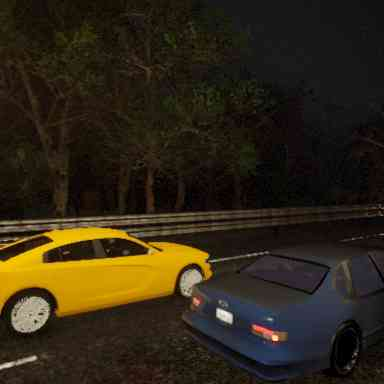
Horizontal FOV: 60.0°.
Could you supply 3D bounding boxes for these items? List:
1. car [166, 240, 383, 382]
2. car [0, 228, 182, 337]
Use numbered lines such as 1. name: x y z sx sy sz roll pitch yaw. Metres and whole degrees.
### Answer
1. car: 2.429 1.546 5.497 5.357 1.411 2.033 0 0 -36
2. car: -1.870 1.478 6.725 5.008 1.535 1.882 0 0 -36
